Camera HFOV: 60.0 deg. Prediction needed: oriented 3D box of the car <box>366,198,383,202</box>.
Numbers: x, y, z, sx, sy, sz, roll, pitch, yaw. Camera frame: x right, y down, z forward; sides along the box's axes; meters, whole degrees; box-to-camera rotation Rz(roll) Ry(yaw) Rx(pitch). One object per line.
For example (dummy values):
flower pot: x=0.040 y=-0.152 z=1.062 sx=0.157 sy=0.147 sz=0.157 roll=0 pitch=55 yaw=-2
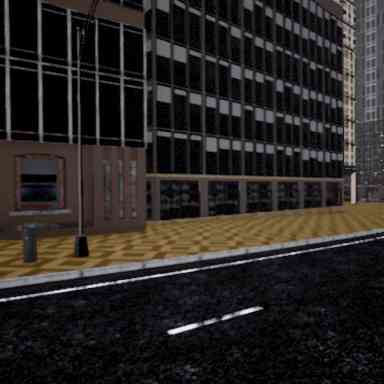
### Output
car: x=38.724 y=1.568 z=69.504 sx=1.802 sy=1.307 sz=4.206 roll=0 pitch=1 yaw=-41

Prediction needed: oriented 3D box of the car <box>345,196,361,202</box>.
car: x=35.072 y=1.486 z=73.858 sx=1.947 sy=1.339 sz=4.313 roll=0 pitch=1 yaw=-41
